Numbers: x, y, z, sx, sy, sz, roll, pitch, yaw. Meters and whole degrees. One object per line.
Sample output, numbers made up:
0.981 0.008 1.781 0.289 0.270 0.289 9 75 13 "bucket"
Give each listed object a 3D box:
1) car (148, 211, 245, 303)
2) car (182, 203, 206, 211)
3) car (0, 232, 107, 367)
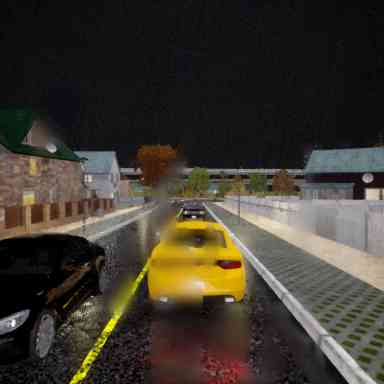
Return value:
0.099 1.473 8.270 1.882 1.535 5.008 0 0 0 "car"
0.153 1.596 27.407 1.895 1.301 4.718 0 0 0 "car"
-2.837 1.522 5.953 1.812 1.442 4.674 0 0 0 "car"
